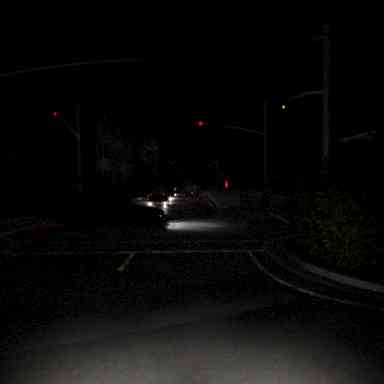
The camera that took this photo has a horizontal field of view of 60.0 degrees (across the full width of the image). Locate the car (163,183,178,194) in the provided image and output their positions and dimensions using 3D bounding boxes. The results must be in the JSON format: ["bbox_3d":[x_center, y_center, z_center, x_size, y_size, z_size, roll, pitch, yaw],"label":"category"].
[{"bbox_3d":[-3.671,-0.619,57.534,2.097,1.767,4.553,-1,2,0],"label":"car"}]

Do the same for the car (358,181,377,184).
[{"bbox_3d":[19.046,-0.175,34.152,1.905,1.878,3.866,-1,2,0],"label":"car"}]

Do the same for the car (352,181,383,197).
[{"bbox_3d":[22.299,-0.459,42.029,1.932,1.855,4.605,-1,2,0],"label":"car"}]

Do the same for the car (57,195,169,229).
[{"bbox_3d":[-4.112,1.071,17.319,5.357,1.411,2.033,-1,3,0],"label":"car"}]

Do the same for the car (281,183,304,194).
[{"bbox_3d":[15.317,-0.516,52.014,2.007,1.523,4.514,-1,2,0],"label":"car"}]

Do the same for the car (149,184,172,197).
[{"bbox_3d":[-3.682,0.178,37.727,1.882,1.535,5.008,-1,2,0],"label":"car"}]

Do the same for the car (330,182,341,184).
[{"bbox_3d":[25.363,-1.028,59.417,2.152,1.636,5.027,-1,2,0],"label":"car"}]

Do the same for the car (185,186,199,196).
[{"bbox_3d":[0.003,-0.208,49.248,1.812,1.442,4.674,-1,2,0],"label":"car"}]

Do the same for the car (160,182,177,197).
[{"bbox_3d":[-3.694,-0.414,47.644,2.150,2.045,5.566,-1,2,0],"label":"car"}]
